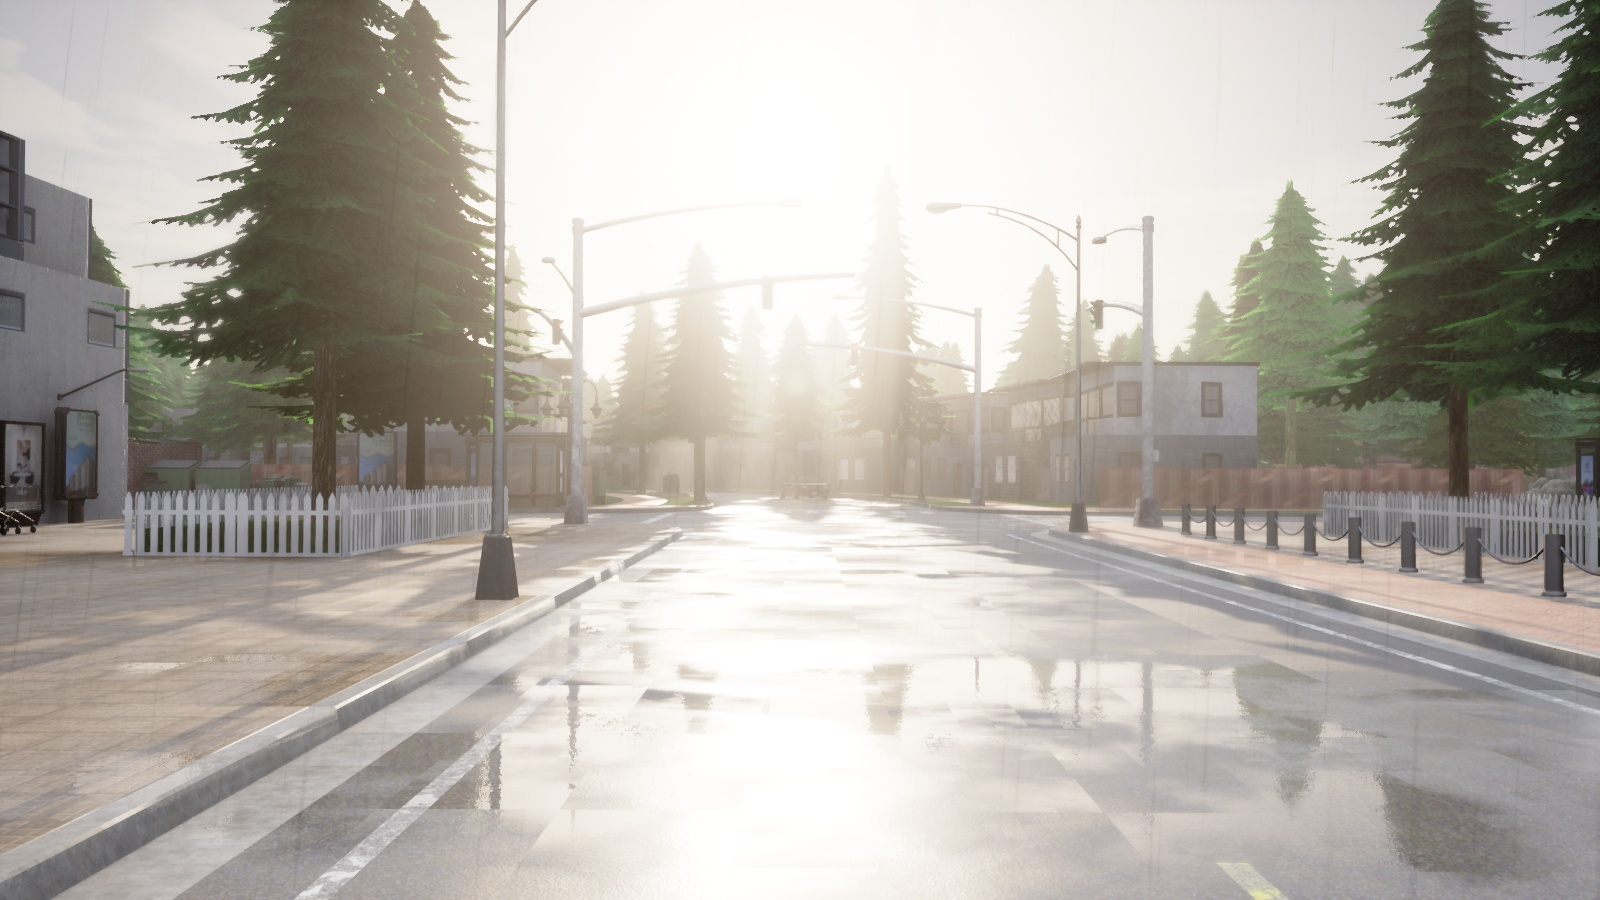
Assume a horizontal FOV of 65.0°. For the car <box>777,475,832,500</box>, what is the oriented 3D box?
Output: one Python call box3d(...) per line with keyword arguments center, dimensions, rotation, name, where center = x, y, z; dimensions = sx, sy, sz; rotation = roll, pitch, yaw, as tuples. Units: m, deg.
box3d(center=(0.208, 2.031, 68.654), dimensions=(1.895, 1.301, 4.718), rotation=(0, -1, -15), name="car")
